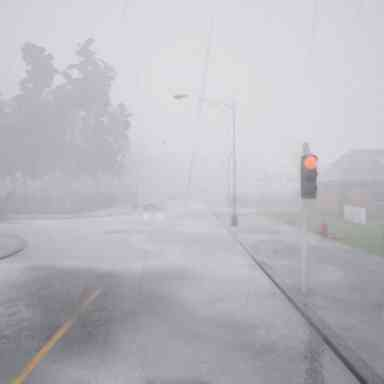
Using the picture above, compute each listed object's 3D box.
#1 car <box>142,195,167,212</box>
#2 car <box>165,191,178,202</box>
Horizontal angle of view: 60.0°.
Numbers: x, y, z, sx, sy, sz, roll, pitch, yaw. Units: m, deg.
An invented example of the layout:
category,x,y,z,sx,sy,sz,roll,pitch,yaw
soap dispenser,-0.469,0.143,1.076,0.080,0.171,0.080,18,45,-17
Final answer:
category,x,y,z,sx,sy,sz,roll,pitch,yaw
car,-4.095,1.295,35.769,1.812,1.442,4.674,0,0,0
car,-3.993,0.808,64.197,2.150,2.045,5.566,0,0,-2
